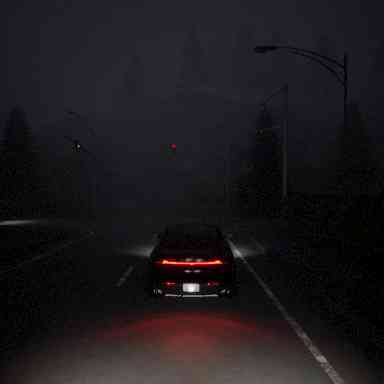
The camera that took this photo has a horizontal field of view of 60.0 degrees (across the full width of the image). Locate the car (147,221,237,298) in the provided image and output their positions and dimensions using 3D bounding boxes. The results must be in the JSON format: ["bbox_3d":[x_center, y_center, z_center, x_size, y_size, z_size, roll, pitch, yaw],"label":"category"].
[{"bbox_3d":[0.025,1.505,8.514,1.837,1.490,4.892,0,0,1],"label":"car"}]
